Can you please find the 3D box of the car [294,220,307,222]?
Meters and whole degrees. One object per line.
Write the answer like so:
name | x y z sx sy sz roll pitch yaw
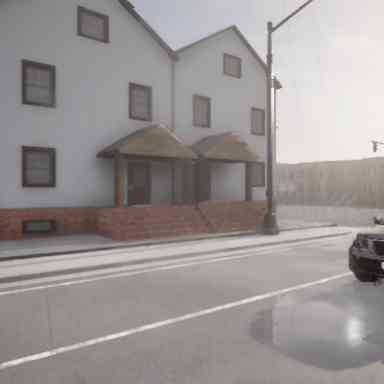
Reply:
car | 10.250 3.413 32.191 1.812 1.442 4.674 -1 -12 -36

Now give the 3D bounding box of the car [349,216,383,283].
car | 6.328 1.210 8.604 5.566 2.045 2.150 0 0 -37
